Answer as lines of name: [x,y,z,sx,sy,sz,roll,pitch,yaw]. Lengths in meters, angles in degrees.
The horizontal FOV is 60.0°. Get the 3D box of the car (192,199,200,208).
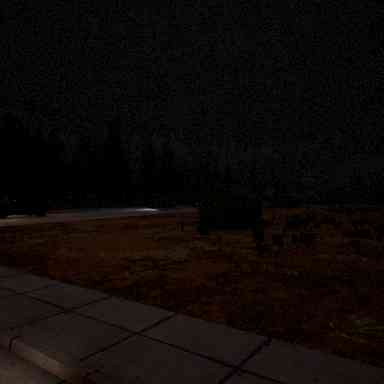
car: [1.880,1.591,47.269,1.994,1.385,4.181,0,0,39]

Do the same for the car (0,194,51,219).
car: [-15.536,1.248,29.740,2.150,2.045,5.566,0,0,36]

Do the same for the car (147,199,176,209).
car: [-4.111,1.591,45.200,1.994,1.385,4.181,0,0,37]
